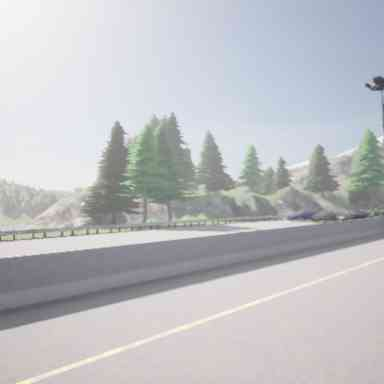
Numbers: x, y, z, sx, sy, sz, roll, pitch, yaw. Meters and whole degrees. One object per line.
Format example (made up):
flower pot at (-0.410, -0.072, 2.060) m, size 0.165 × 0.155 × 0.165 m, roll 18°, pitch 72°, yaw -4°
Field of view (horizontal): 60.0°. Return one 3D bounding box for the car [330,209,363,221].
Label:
car at (18.648, 2.752, 38.295) m, size 4.902 × 1.511 × 2.128 m, roll 0°, pitch -3°, yaw -32°

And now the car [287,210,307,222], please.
car at (14.713, 3.084, 44.072) m, size 5.008 × 1.535 × 1.882 m, roll 1°, pitch -3°, yaw -33°

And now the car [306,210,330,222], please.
car at (16.692, 2.997, 41.185) m, size 4.181 × 1.385 × 1.994 m, roll 0°, pitch -3°, yaw -33°

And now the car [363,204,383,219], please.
car at (21.397, 2.299, 35.932) m, size 5.566 × 2.045 × 2.150 m, roll 0°, pitch -3°, yaw -32°
